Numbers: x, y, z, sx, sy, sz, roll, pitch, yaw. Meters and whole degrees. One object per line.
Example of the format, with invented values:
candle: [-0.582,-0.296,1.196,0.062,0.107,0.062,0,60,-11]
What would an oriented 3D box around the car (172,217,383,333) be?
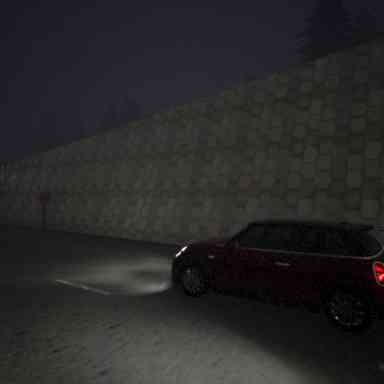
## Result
car: [1.746,1.350,7.045,4.553,1.767,2.097,0,0,35]
